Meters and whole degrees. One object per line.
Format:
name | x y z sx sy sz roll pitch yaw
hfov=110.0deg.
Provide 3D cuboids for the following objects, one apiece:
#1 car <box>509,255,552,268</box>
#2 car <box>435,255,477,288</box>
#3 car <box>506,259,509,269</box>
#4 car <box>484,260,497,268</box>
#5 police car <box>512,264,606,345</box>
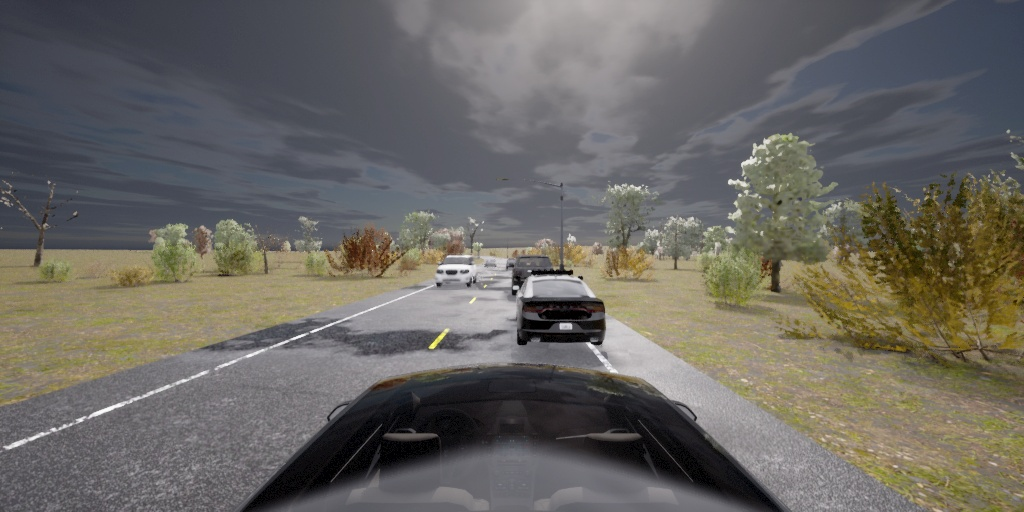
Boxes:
car | 1.056 0.956 19.512 2.150 2.045 5.566 0 0 0
car | -3.592 0.947 24.024 2.150 2.045 5.566 0 0 0
car | 0.073 1.206 52.231 2.033 1.411 5.357 0 0 1
car | -3.510 1.237 59.260 1.895 1.301 4.718 0 0 0
police car | 1.053 1.170 9.592 1.930 1.638 5.238 0 0 0
